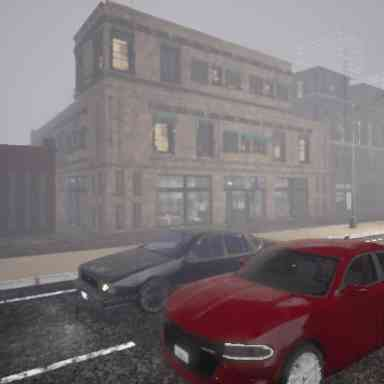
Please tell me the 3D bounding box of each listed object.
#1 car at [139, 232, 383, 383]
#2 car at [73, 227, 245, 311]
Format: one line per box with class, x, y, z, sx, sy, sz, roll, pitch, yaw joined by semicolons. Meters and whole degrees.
car;1.920;1.485;5.055;5.008;1.535;1.882;0;0;-35
car;0.154;1.555;7.788;5.357;1.411;2.033;0;0;-35
